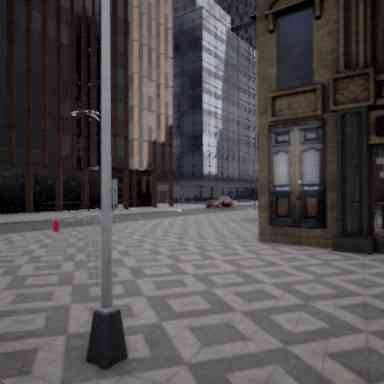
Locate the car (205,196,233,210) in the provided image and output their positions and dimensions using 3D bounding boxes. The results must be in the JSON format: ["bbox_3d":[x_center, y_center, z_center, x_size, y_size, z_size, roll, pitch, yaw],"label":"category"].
[{"bbox_3d":[3.685,1.385,44.485,2.097,1.767,4.553,0,0,36],"label":"car"}]
